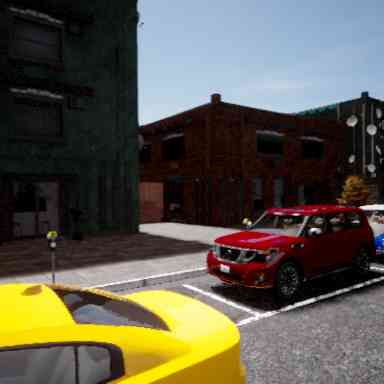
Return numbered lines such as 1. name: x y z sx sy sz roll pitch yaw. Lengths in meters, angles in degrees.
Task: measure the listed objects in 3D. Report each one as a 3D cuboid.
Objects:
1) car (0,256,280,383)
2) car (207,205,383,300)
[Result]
1. car: -1.880 1.478 2.039 5.008 1.535 1.882 0 0 -35
2. car: 2.749 1.306 8.527 5.009 1.841 2.192 0 0 -35
